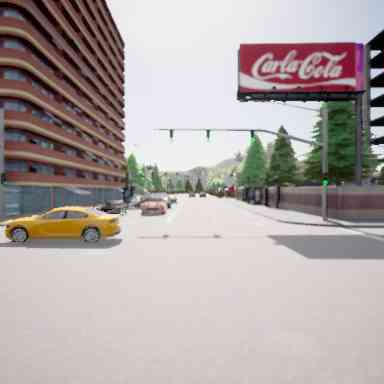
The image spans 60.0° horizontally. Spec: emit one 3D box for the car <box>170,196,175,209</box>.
[{"bbox_3d":[-3.590,1.380,41.963,1.994,1.385,4.181,0,0,0],"label":"car"}]

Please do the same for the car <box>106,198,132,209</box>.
[{"bbox_3d":[-7.096,1.469,30.228,1.895,1.301,4.718,0,0,0],"label":"car"}]

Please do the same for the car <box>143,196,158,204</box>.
[{"bbox_3d":[-7.028,1.318,56.472,1.994,1.385,4.181,0,0,1],"label":"car"}]

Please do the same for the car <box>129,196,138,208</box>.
[{"bbox_3d":[-7.091,1.312,41.293,2.128,1.511,4.902,0,0,0],"label":"car"}]

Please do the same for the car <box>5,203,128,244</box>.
[{"bbox_3d":[-5.661,1.413,14.913,5.008,1.535,1.882,0,0,0],"label":"car"}]

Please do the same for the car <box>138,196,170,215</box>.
[{"bbox_3d":[-3.595,1.212,32.078,2.097,1.767,4.553,0,0,0],"label":"car"}]

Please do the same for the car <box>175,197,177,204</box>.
[{"bbox_3d":[-3.540,1.320,55.934,1.994,1.385,4.181,0,0,0],"label":"car"}]
